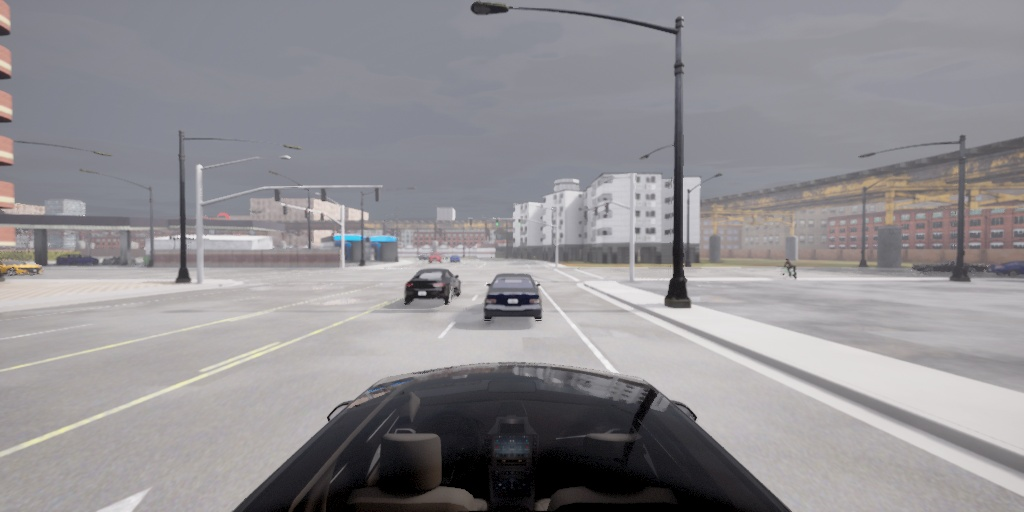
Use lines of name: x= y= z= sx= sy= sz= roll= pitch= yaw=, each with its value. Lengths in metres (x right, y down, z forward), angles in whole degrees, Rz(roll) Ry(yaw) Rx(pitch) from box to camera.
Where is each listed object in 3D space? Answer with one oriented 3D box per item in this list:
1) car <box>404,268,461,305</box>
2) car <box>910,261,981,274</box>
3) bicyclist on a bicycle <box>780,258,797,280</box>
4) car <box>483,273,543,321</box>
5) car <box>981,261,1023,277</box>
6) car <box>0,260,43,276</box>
car: x=-3.429 y=1.266 z=16.027 sx=1.812 sy=1.442 sz=4.674 roll=0 pitch=0 yaw=0
car: x=44.378 y=1.136 z=36.673 sx=4.718 sy=1.301 sz=1.895 roll=0 pitch=1 yaw=26
bicyclist on a bicycle: x=21.343 y=0.993 z=27.646 sx=0.582 sy=1.620 sz=1.656 roll=0 pitch=1 yaw=-1
car: x=0.046 y=1.300 z=12.506 sx=2.033 sy=1.411 sz=5.357 roll=0 pitch=0 yaw=0
car: x=45.899 y=1.143 z=31.749 sx=4.674 sy=1.442 sz=1.812 roll=1 pitch=1 yaw=31
car: x=-47.238 y=1.086 z=33.582 sx=5.008 sy=1.535 sz=1.882 roll=0 pitch=1 yaw=-1
